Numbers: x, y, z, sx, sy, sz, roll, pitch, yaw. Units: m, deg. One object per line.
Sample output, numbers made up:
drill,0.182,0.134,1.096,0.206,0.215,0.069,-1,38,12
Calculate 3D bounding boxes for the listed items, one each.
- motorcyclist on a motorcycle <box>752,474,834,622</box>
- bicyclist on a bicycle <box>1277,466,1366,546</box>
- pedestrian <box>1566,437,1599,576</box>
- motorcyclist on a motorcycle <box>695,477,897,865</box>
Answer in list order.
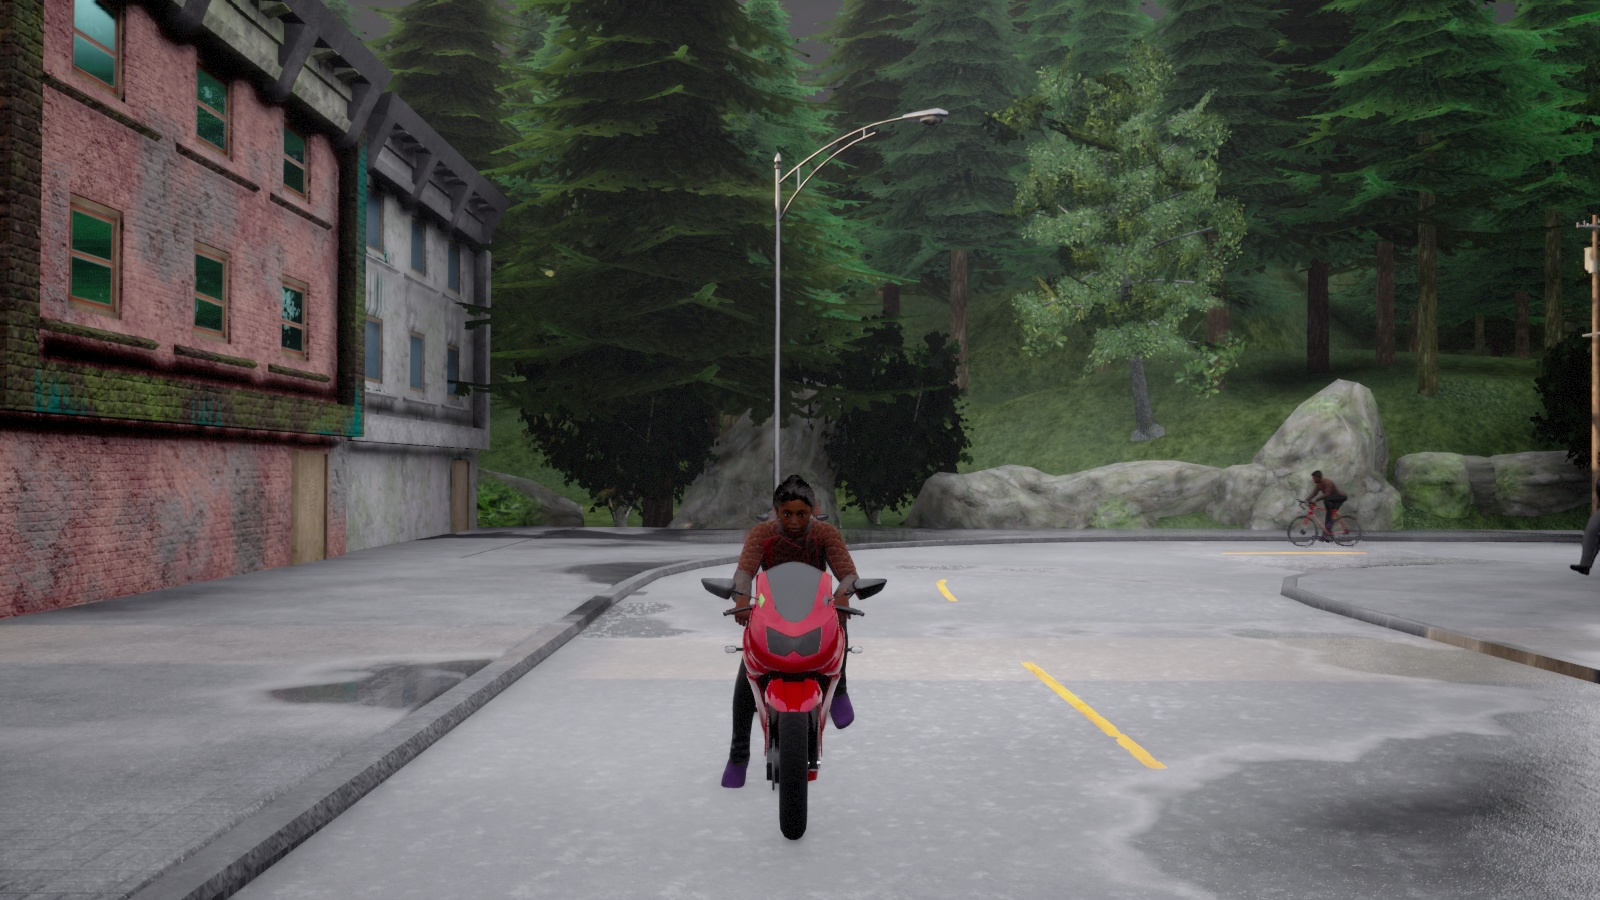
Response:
motorcyclist on a motorcycle,-0.046,1.032,14.025,0.797,1.523,2.044,0,-1,3
bicyclist on a bicycle,10.943,1.166,26.369,1.656,1.620,0.582,0,0,-7
pedestrian,11.165,0.769,17.301,0.849,1.883,0.563,0,-1,-1
motorcyclist on a motorcycle,-0.023,0.898,6.008,0.797,1.523,2.044,0,-1,0
